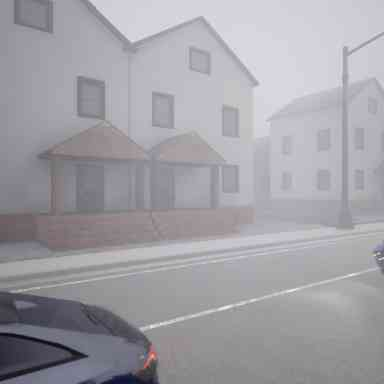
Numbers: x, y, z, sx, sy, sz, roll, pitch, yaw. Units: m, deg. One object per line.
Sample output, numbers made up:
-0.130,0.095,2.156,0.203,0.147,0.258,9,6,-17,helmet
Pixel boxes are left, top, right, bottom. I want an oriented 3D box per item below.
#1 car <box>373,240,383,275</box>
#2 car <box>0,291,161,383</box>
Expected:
6.564,1.125,8.956,5.008,1.535,1.882,-1,-33,-38,car
-2.285,1.564,2.398,4.181,1.385,1.994,0,0,-35,car
